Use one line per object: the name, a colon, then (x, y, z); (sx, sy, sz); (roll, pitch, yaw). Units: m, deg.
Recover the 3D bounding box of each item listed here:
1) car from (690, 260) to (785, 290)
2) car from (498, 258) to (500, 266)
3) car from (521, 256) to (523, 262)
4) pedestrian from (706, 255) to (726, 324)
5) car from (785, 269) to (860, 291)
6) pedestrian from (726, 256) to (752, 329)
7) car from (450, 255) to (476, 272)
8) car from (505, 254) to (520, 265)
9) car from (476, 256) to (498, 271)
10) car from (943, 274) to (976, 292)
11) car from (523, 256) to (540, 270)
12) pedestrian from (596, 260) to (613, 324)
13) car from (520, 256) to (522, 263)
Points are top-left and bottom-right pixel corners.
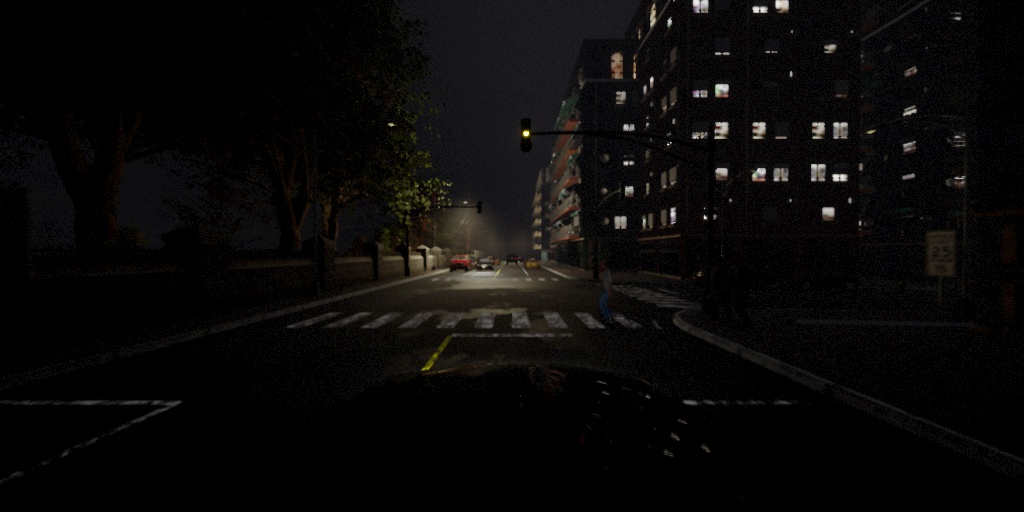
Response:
car: (14.598, 1.196, 23.739); (5.009, 1.841, 2.192); (0, 0, 0)
car: (-3.036, 0.871, 59.742); (1.882, 1.535, 5.008); (0, 0, 0)
car: (2.690, 0.987, 51.392); (1.888, 1.381, 4.507); (0, 0, 0)
pedestrian: (5.519, 0.843, 9.535); (0.375, 1.860, 0.375); (0, 1, 0)
car: (20.293, 1.529, 23.758); (4.507, 1.381, 1.888); (0, 0, 0)
pedestrian: (5.678, 0.845, 8.886); (0.375, 1.860, 0.375); (0, 1, 0)
car: (-5.690, 0.821, 40.322); (2.192, 1.841, 5.009); (0, 0, 0)
car: (0.001, 0.584, 65.245); (2.150, 2.045, 5.566); (0, 0, 0)
car: (-3.082, 0.985, 42.348); (2.128, 1.511, 4.902); (0, 0, 0)
car: (31.514, 1.714, 23.794); (4.829, 1.417, 1.751); (0, 0, 0)
car: (2.690, 0.999, 46.027); (1.751, 1.417, 4.829); (0, 0, 0)
pedestrian: (2.691, 0.989, 10.136); (0.375, 1.860, 0.375); (0, 1, 0)
car: (2.690, 0.960, 56.928); (2.007, 1.370, 4.403); (0, 0, 0)
